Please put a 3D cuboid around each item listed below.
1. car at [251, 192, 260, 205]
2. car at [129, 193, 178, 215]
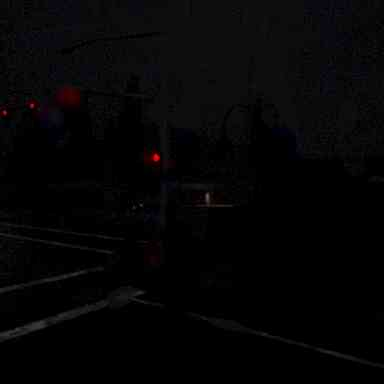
[{"bbox_3d":[11.560,1.016,53.394,2.150,2.045,5.566,0,0,37],"label":"car"},{"bbox_3d":[-3.725,1.104,33.048,2.150,2.045,5.566,0,0,37],"label":"car"}]
